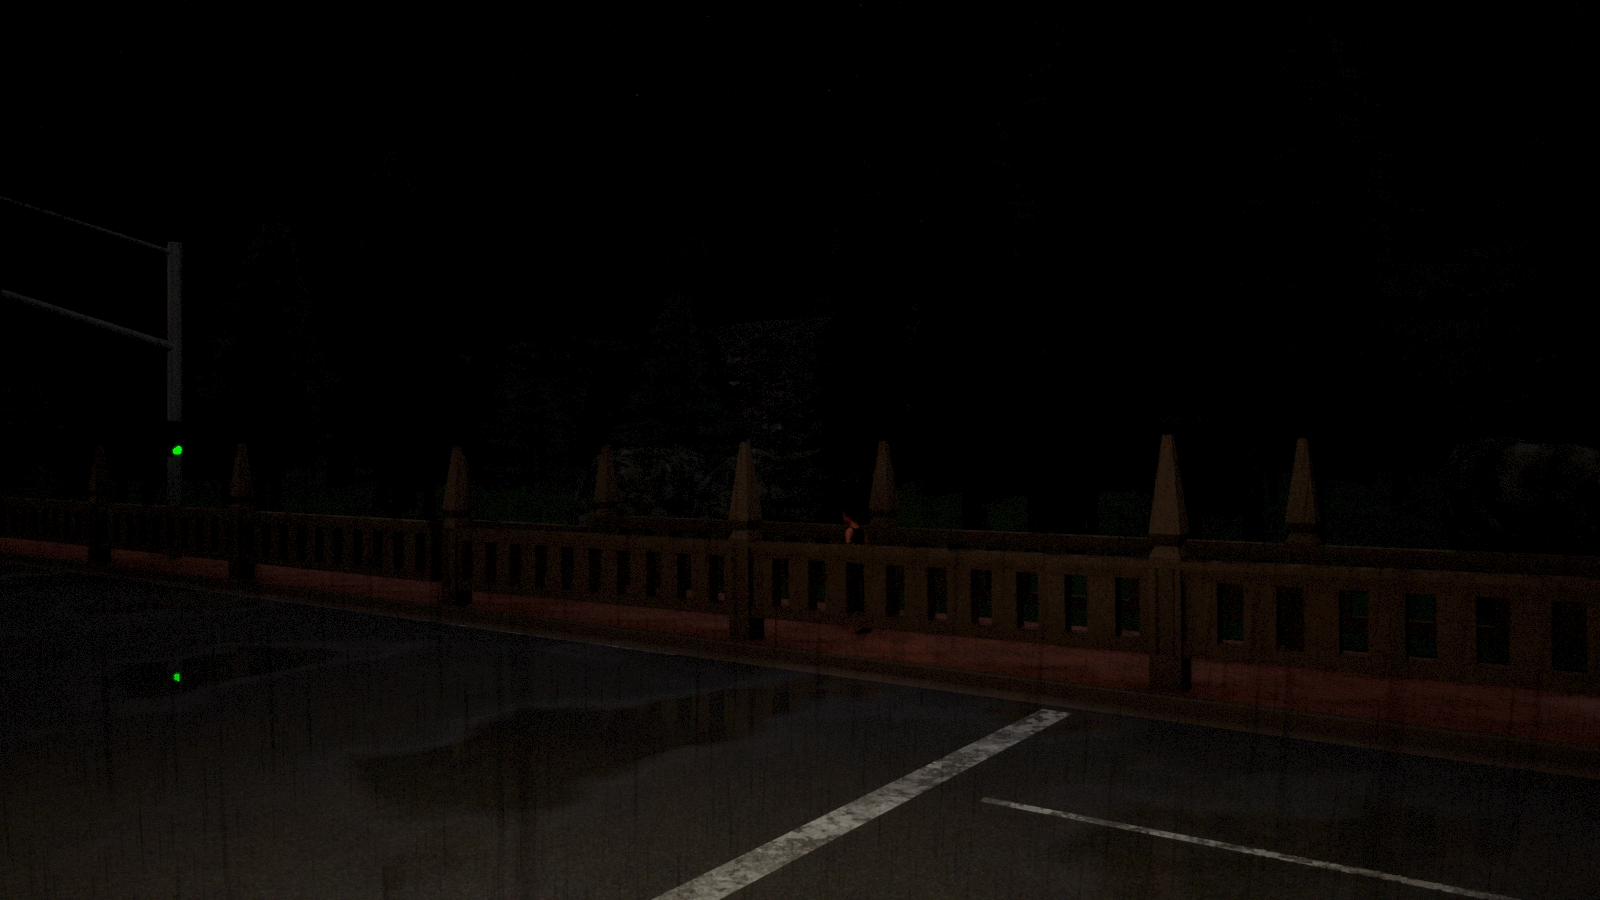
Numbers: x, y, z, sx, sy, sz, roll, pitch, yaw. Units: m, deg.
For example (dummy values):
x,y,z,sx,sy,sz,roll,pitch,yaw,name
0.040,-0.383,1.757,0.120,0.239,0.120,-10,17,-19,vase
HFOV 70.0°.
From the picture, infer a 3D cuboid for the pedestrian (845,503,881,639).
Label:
x,y,z,sx,sy,sz,roll,pitch,yaw,name
0.891,1.694,16.166,0.375,1.860,0.375,0,0,35,pedestrian
